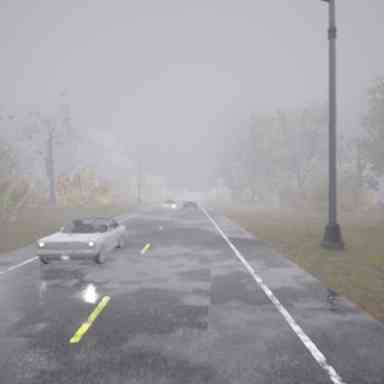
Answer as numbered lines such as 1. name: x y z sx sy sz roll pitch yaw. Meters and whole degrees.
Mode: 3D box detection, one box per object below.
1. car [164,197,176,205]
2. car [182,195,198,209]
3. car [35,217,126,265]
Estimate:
1. car: -3.945 1.554 59.451 1.895 1.301 4.718 0 0 0
2. car: -0.243 1.486 43.920 1.812 1.442 4.674 0 0 0
3. car: -3.686 1.603 11.849 1.895 1.301 4.718 0 0 0
